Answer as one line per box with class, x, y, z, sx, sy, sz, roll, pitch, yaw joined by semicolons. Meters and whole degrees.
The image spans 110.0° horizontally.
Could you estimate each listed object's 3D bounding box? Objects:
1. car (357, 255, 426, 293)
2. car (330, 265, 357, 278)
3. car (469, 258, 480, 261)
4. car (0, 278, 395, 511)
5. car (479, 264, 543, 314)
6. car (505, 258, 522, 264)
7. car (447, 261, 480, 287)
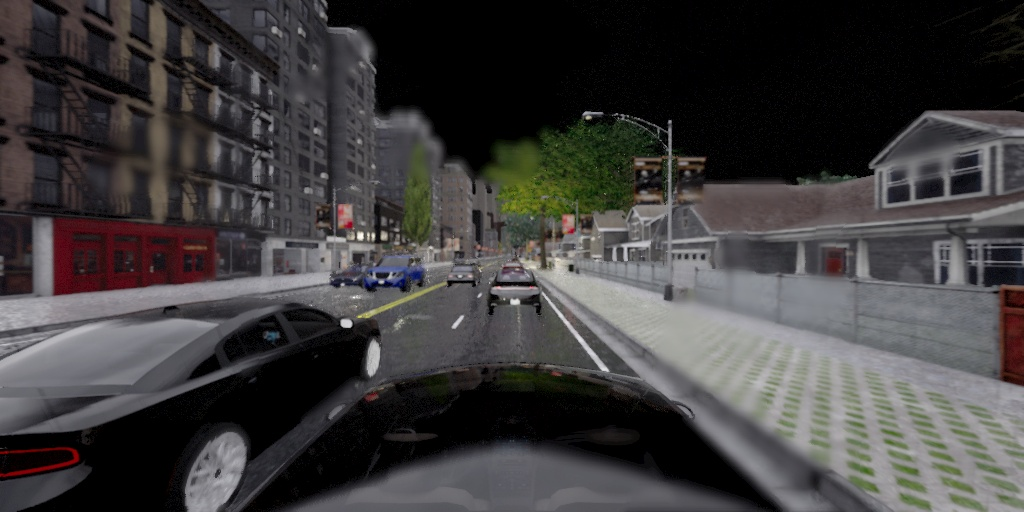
car;-6.595;0.950;20.873;2.150;2.045;5.566;0;0;0
car;-9.845;1.273;23.487;2.033;1.411;5.357;0;0;0
car;-6.517;1.141;61.884;1.837;1.490;4.892;0;0;1
car;-3.149;1.225;4.138;1.882;1.535;5.008;0;0;0
car;0.102;1.229;13.667;2.128;1.511;4.902;0;0;0
car;0.106;1.190;31.351;1.882;1.535;5.008;0;0;0
car;-3.146;1.271;24.278;2.033;1.411;5.357;0;0;0
